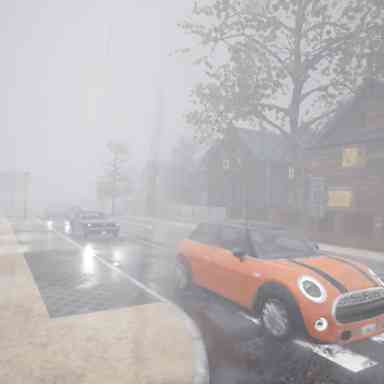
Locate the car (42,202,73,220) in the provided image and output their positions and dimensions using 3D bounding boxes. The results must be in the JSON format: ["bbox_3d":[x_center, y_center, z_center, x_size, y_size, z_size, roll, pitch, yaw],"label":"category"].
[{"bbox_3d":[-12.662,1.815,30.990,1.812,1.442,4.674,2,-1,-29],"label":"car"}]

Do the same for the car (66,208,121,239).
[{"bbox_3d":[-5.576,1.772,18.816,1.895,1.301,4.718,2,-1,-30],"label":"car"}]

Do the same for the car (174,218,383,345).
[{"bbox_3d":[1.451,1.418,6.783,2.097,1.767,4.553,2,-1,-30],"label":"car"}]

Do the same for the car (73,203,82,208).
[{"bbox_3d":[-14.206,1.972,39.374,1.812,1.442,4.674,2,-2,-30],"label":"car"}]

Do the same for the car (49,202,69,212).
[{"bbox_3d":[-19.220,2.144,47.869,1.895,1.301,4.718,2,-2,-30],"label":"car"}]
